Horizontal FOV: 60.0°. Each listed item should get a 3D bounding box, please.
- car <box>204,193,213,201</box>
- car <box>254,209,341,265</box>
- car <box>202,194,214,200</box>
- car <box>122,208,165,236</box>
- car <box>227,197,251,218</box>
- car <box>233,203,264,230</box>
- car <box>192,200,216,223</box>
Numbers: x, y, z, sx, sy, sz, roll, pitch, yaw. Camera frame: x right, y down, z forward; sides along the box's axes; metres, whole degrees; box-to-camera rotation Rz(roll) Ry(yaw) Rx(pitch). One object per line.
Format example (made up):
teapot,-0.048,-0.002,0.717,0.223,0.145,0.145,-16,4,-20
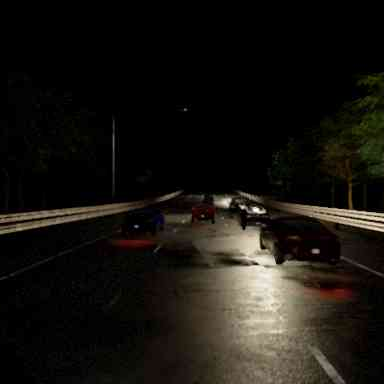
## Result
car,3.693,1.159,74.147,2.128,1.511,4.902,0,2,3
car,3.720,1.619,12.284,1.882,1.535,5.008,0,-1,2
car,2.721,1.618,56.261,1.882,1.535,5.008,0,1,4
car,-2.815,1.695,20.073,1.882,1.535,5.008,0,-1,3
car,4.867,1.562,34.063,2.150,2.045,5.566,0,0,3
car,4.226,1.751,23.057,2.128,1.511,4.902,0,-1,3
car,1.030,1.792,29.213,1.882,1.535,5.008,0,0,4
